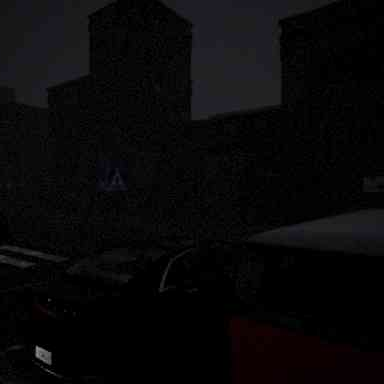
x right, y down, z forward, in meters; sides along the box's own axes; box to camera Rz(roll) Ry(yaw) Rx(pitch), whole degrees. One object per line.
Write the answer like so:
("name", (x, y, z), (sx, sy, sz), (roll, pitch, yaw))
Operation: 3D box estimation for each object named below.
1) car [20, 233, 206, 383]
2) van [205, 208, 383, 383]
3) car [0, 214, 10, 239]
("car", (-0.147, 1.432, 5.453), (2.231, 1.521, 4.892), (1, 1, 36))
("van", (2.186, 1.240, 3.931), (1.878, 1.987, 4.442), (1, 1, 36))
("car", (-9.196, 1.313, 11.912), (2.163, 1.488, 4.792), (1, 1, 36))
